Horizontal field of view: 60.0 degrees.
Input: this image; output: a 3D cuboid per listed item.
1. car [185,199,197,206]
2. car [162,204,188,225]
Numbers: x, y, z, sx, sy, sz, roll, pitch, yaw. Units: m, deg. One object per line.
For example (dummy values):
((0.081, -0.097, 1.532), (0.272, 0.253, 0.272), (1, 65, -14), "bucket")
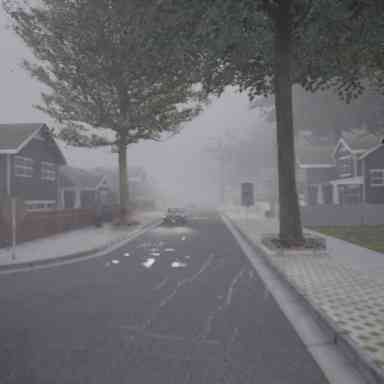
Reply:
((-0.148, 1.930, 53.842), (1.812, 1.442, 4.674), (-1, 0, 3), "car")
((-1.349, 1.972, 28.122), (1.895, 1.301, 4.718), (-1, -1, 3), "car")
